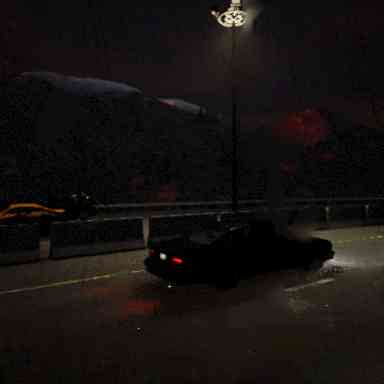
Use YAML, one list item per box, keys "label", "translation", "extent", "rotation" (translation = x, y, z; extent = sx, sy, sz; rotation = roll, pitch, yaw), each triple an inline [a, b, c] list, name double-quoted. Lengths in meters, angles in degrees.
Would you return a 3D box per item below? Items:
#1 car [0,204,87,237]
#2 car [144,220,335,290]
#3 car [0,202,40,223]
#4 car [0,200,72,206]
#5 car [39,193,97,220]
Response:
- label: "car"
  translation: [-7.493, 1.506, 15.670]
  extent: [4.181, 1.385, 1.994]
  rotation: [-1, 0, -34]
- label: "car"
  translation: [1.451, 1.471, 8.829]
  extent: [5.357, 1.411, 2.033]
  rotation: [-1, 0, -33]
- label: "car"
  translation: [-13.514, 1.490, 24.257]
  extent: [4.181, 1.385, 1.994]
  rotation: [-1, 0, -34]
- label: "car"
  translation: [-9.625, 1.416, 18.457]
  extent: [5.008, 1.535, 1.882]
  rotation: [-1, 0, -34]
- label: "car"
  translation: [-9.386, 1.125, 22.847]
  extent: [5.566, 2.045, 2.150]
  rotation: [-1, 0, -33]
